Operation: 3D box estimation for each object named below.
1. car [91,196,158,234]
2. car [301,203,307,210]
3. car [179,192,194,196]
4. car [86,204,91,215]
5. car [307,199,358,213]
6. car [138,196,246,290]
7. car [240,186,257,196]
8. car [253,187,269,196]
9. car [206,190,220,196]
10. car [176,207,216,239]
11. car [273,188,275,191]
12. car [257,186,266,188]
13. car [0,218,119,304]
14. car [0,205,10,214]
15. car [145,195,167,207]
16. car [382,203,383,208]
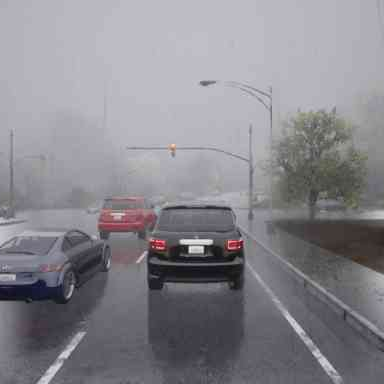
[{"bbox_3d":[-3.282,1.260,17.632,2.150,2.045,5.566,0,0,1],"label":"car"},{"bbox_3d":[16.084,1.549,41.070,4.902,1.511,2.128,-1,0,3],"label":"car"},{"bbox_3d":[-1.287,1.038,69.376,2.150,2.045,5.566,0,2,21],"label":"car"},{"bbox_3d":[-9.444,1.585,34.870,2.128,1.511,4.902,0,0,6],"label":"car"},{"bbox_3d":[15.977,1.646,37.570,4.718,1.301,1.895,-1,0,3],"label":"car"},{"bbox_3d":[0.103,1.234,9.233,2.150,2.045,5.566,0,0,0],"label":"car"},{"bbox_3d":[13.966,0.093,84.502,2.097,1.767,4.553,0,3,33],"label":"car"},{"bbox_3d":[17.535,0.264,83.629,1.895,1.301,4.718,0,3,33],"label":"car"},{"bbox_3d":[5.298,0.413,83.456,2.097,1.767,4.553,0,3,28],"label":"car"},{"bbox_3d":[0.249,1.605,18.461,1.994,1.385,4.181,0,0,2],"label":"car"},{"bbox_3d":[23.244,-0.477,92.014,2.033,1.411,5.357,0,3,38],"label":"car"},{"bbox_3d":[19.646,-0.763,93.035,2.150,2.045,5.566,0,3,38],"label":"car"},{"bbox_3d":[-3.405,1.574,8.230,1.994,1.385,4.181,0,0,2],"label":"car"},{"bbox_3d":[-22.427,1.741,36.059,4.902,1.511,2.128,-1,0,2],"label":"car"},{"bbox_3d":[-5.918,1.484,54.997,2.097,1.767,4.553,0,0,16],"label":"car"},{"bbox_3d":[25.878,1.350,40.508,4.892,1.490,1.837,-2,0,3],"label":"car"}]
